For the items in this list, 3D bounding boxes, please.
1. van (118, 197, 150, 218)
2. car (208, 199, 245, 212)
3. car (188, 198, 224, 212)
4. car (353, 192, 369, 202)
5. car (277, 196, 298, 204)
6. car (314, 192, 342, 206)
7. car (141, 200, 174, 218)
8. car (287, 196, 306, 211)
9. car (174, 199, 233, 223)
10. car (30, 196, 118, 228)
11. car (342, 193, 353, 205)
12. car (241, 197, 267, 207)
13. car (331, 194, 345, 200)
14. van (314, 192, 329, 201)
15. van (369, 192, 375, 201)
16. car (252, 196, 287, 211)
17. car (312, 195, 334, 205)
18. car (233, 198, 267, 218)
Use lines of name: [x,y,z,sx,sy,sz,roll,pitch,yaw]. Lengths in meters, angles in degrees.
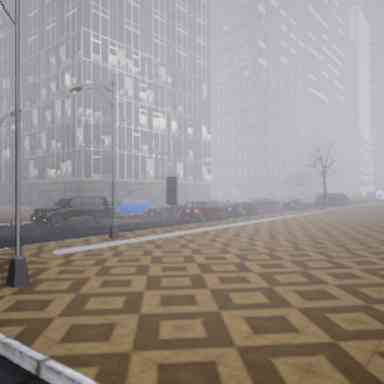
van: [-5.652,1.405,31.002,1.690,1.788,3.998,0,0,40]
car: [4.049,1.540,38.339,1.895,1.301,4.718,-1,0,40]
car: [1.747,1.511,39.647,1.887,1.381,4.507,0,0,40]
car: [30.207,1.129,60.518,1.752,1.417,4.829,0,0,40]
car: [16.379,1.339,57.073,1.947,1.339,4.313,0,0,40]
car: [19.128,1.064,47.312,2.192,1.841,5.009,0,0,40]
car: [-2.115,1.622,31.005,1.895,1.301,4.718,-1,0,40]
car: [11.817,1.427,38.597,1.802,1.307,4.206,0,0,40]
car: [0.942,1.430,25.445,1.967,1.590,4.097,0,0,40]
car: [-8.395,1.326,23.527,2.150,2.045,5.566,-1,0,40]
car: [22.784,1.016,51.670,2.192,1.841,5.009,0,0,40]
car: [9.065,1.435,48.357,1.947,1.339,4.313,0,0,40]
car: [34.660,1.100,78.866,1.947,1.339,4.313,0,0,40]
van: [27.346,0.970,70.147,1.690,1.788,3.998,0,0,40]
van: [37.410,0.850,69.103,1.690,1.788,3.998,0,0,40]
car: [8.824,1.371,39.069,2.128,1.511,4.902,-1,0,40]
car: [21.328,1.220,53.969,1.837,1.490,4.892,-1,0,40]
car: [4.556,1.507,29.840,1.947,1.339,4.313,0,0,40]
